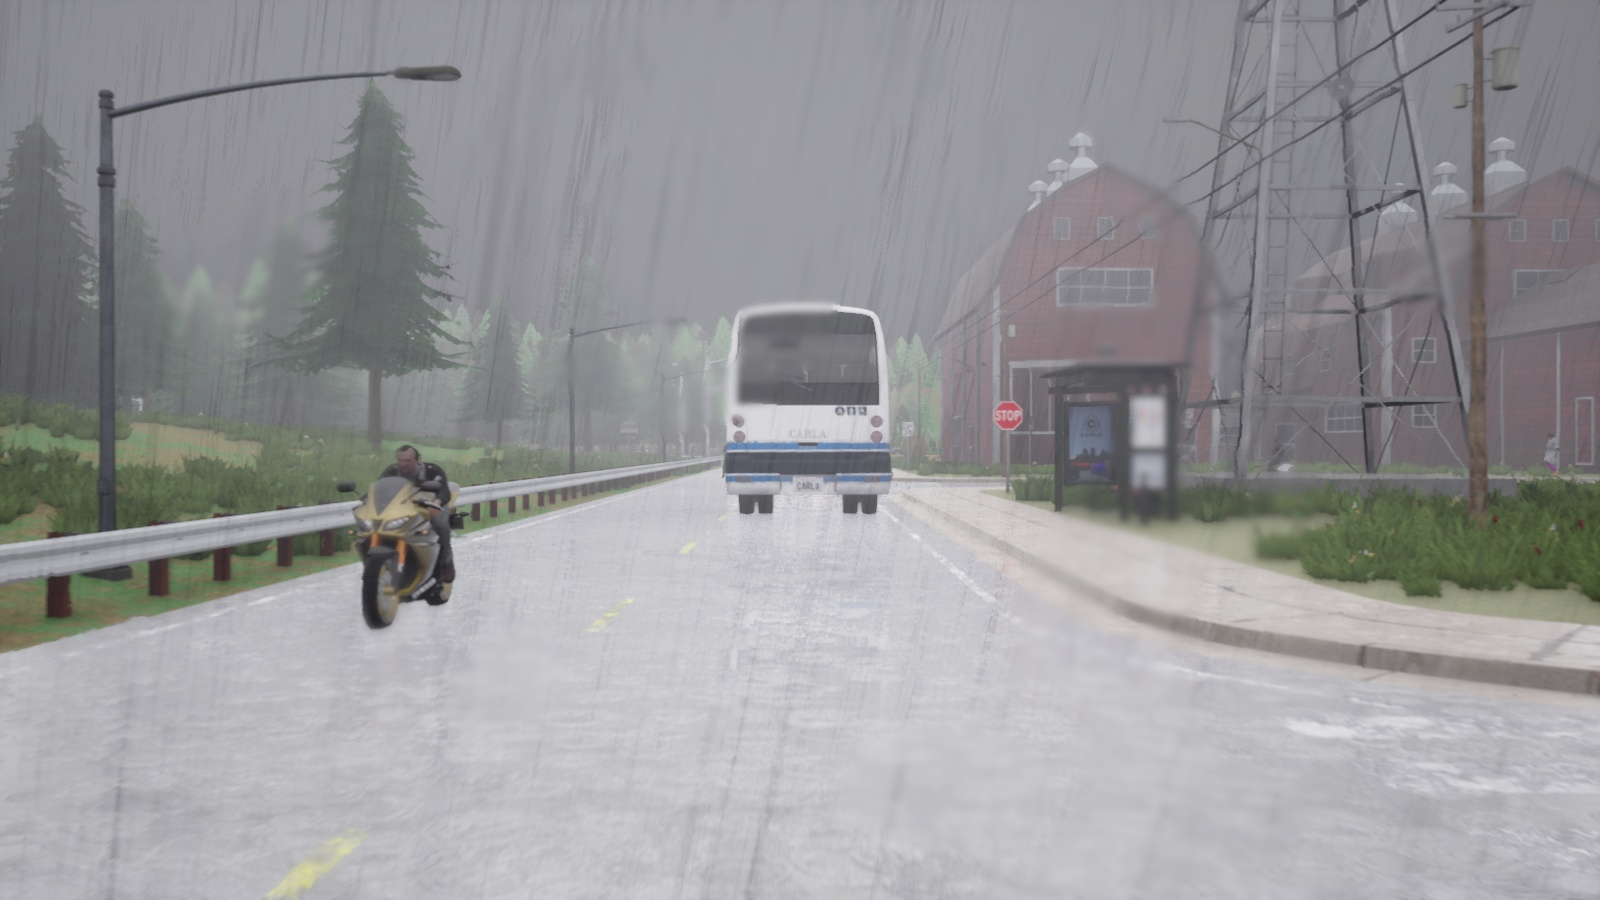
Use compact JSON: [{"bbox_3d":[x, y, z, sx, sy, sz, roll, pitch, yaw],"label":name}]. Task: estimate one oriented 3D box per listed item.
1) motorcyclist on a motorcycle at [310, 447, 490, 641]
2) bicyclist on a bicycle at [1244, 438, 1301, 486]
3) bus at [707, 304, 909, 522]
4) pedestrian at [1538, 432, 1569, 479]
[{"bbox_3d":[-3.422,0.737,10.989,0.866,1.530,2.191,0,0,0],"label":"motorcyclist on a motorcycle"},{"bbox_3d":[17.554,0.451,46.698,1.843,1.776,0.659,0,0,-1],"label":"bicyclist on a bicycle"},{"bbox_3d":[0.186,-0.744,29.648,3.944,4.253,10.273,0,0,0],"label":"bus"},{"bbox_3d":[31.012,0.227,51.713,0.873,1.952,0.659,0,0,-1],"label":"pedestrian"}]
